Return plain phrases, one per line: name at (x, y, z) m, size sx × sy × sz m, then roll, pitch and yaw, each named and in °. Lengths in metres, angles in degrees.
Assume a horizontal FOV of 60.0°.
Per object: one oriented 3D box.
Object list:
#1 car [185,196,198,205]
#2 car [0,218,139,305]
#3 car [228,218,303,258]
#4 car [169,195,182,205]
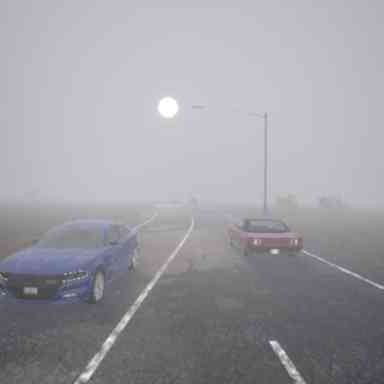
car at (0.165, 1.660, 63.155) m, size 1.837 × 1.490 × 4.892 m, roll 0°, pitch 0°, yaw -3°
car at (-2.675, 1.476, 8.360) m, size 1.882 × 1.535 × 5.008 m, roll 0°, pitch 0°, yaw 4°
car at (2.601, 1.654, 13.060) m, size 1.895 × 1.301 × 4.718 m, roll 0°, pitch 0°, yaw -3°
car at (-3.340, 1.571, 63.173) m, size 1.994 × 1.385 × 4.181 m, roll 0°, pitch 0°, yaw -3°
